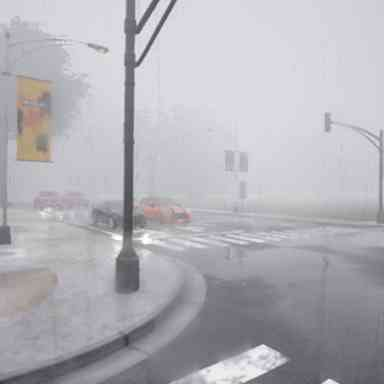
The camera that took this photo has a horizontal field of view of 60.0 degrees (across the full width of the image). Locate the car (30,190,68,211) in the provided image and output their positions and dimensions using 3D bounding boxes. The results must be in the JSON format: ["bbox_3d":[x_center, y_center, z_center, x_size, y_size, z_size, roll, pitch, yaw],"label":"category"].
[{"bbox_3d":[-15.372,0.859,35.558,2.150,2.045,5.566,1,0,-34],"label":"car"}]

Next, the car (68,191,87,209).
[{"bbox_3d":[-13.805,0.891,39.032,2.150,2.045,5.566,1,0,-34],"label":"car"}]

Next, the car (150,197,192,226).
[{"bbox_3d":[-1.937,1.139,21.630,2.097,1.767,4.553,1,0,-34],"label":"car"}]

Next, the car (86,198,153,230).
[{"bbox_3d":[-4.367,1.224,19.418,1.882,1.535,5.008,1,0,-33],"label":"car"}]
